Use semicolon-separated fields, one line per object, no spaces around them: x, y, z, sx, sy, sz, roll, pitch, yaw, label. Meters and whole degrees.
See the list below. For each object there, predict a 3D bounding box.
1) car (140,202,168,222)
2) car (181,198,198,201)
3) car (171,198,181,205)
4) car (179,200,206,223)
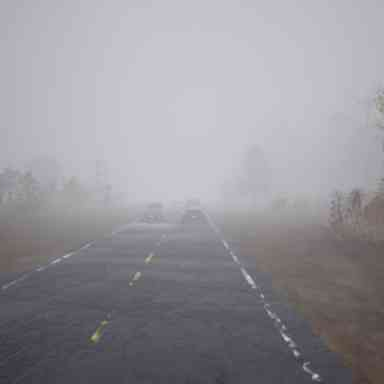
-3.098;1.649;27.847;1.837;1.490;4.892;0;0;0;car
0.083;1.570;42.726;2.097;1.767;4.553;0;0;0;car
-3.013;1.900;65.893;1.994;1.385;4.181;0;0;0;car
0.097;1.659;26.508;1.812;1.442;4.674;0;0;0;car
